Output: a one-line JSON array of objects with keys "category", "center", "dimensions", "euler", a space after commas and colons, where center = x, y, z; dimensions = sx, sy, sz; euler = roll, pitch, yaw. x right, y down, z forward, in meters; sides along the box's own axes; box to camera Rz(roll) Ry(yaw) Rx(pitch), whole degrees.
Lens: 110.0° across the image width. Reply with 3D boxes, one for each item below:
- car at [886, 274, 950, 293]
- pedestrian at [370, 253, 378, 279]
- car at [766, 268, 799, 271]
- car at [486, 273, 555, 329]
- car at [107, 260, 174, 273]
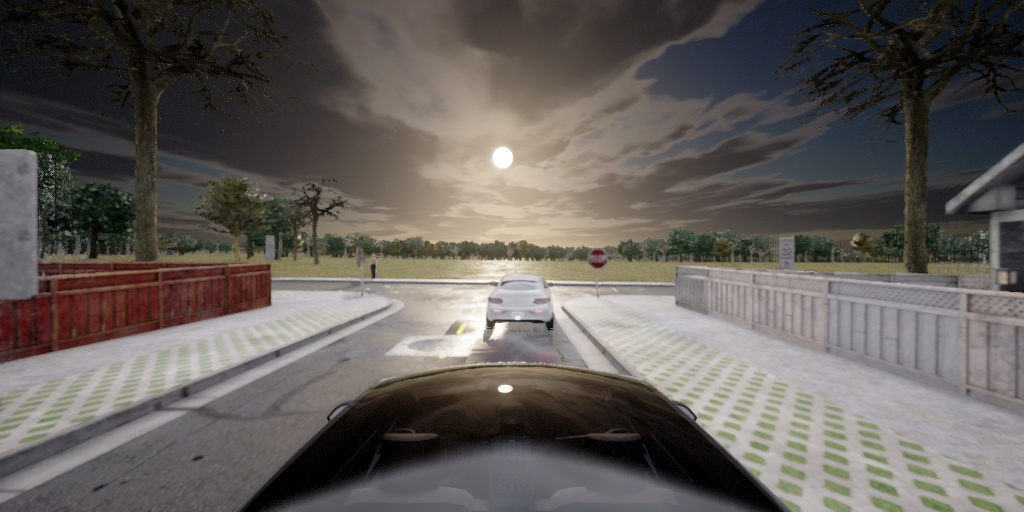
[{"category": "car", "center": [21.240, 1.648, 19.614], "dimensions": [4.718, 1.301, 1.895], "euler": [1, 0, 0]}, {"category": "pedestrian", "center": [-9.727, 0.717, 25.183], "dimensions": [0.375, 1.860, 0.375], "euler": [0, -1, 0]}, {"category": "car", "center": [16.625, 1.492, 22.492], "dimensions": [4.674, 1.442, 1.812], "euler": [1, 0, 0]}, {"category": "car", "center": [0.337, 1.262, 11.096], "dimensions": [1.812, 1.442, 4.674], "euler": [0, 0, 5]}, {"category": "car", "center": [-18.982, 0.945, 19.247], "dimensions": [5.008, 1.535, 1.882], "euler": [1, 0, 0]}]
